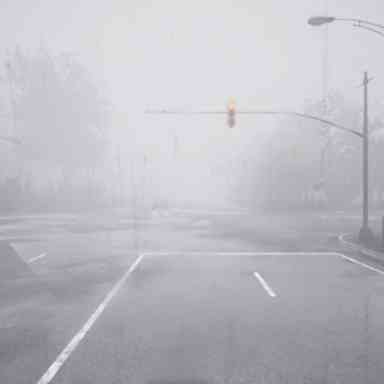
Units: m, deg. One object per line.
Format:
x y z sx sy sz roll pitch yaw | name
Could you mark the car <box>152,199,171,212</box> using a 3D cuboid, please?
-3.491 1.474 38.744 2.033 1.411 5.357 0 0 0 | car
